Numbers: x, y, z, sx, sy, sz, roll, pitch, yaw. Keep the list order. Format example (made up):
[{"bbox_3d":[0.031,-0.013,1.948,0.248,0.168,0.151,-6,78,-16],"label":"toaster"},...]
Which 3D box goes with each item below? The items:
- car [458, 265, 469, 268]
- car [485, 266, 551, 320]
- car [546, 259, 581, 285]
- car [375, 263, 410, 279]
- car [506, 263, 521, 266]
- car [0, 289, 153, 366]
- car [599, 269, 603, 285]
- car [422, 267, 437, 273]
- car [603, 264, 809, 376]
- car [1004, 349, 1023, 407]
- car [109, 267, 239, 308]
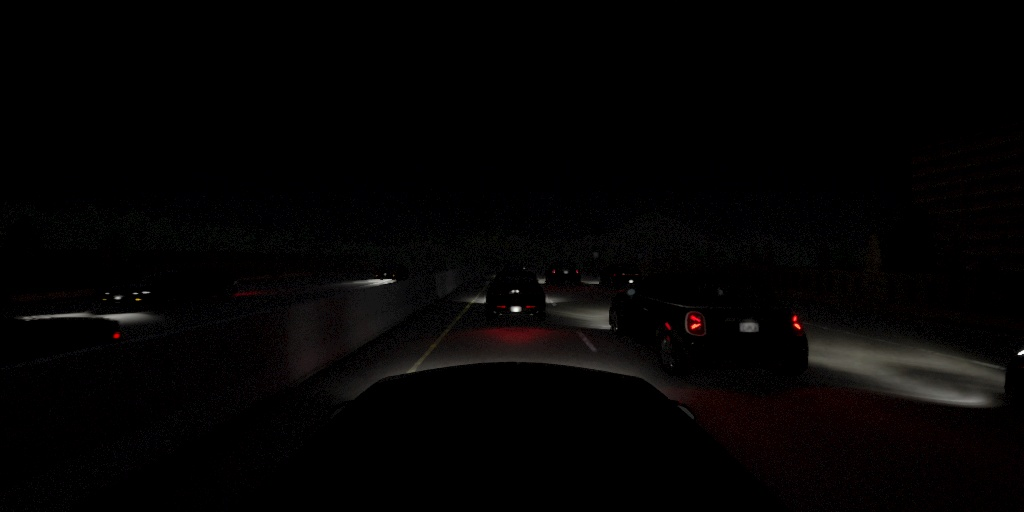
[{"bbox_3d":[-6.948,2.040,53.944,2.033,1.411,5.357,0,-4,0],"label":"car"},{"bbox_3d":[0.114,1.261,12.589,1.837,1.490,4.892,0,0,0],"label":"car"},{"bbox_3d":[3.627,1.117,26.191,2.097,1.767,4.553,0,0,0],"label":"car"},{"bbox_3d":[-10.548,1.325,31.832,1.994,1.385,4.181,0,0,0],"label":"car"},{"bbox_3d":[0.132,1.313,30.986,2.033,1.411,5.357,0,0,0],"label":"car"},{"bbox_3d":[-7.100,1.296,3.359,2.033,1.411,5.357,0,0,0],"label":"car"},{"bbox_3d":[7.124,1.270,23.861,1.837,1.490,4.892,0,0,0],"label":"car"},{"bbox_3d":[-13.933,2.675,60.861,1.812,1.442,4.674,0,-6,0],"label":"car"},{"bbox_3d":[3.617,1.107,7.597,2.097,1.767,4.553,0,0,0],"label":"car"},{"bbox_3d":[7.124,1.105,2.461,2.097,1.767,4.553,0,0,0],"label":"car"},{"bbox_3d":[-14.083,1.256,15.240,1.837,1.490,4.892,0,0,0],"label":"car"}]
